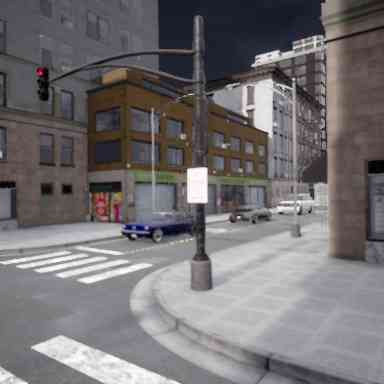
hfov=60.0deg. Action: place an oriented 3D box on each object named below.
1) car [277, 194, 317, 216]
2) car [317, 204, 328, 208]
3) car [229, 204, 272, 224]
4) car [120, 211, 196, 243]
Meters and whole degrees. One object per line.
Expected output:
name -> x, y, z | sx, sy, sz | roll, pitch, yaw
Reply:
car -> 10.522, 1.212, 33.643 | 2.150, 2.045, 5.566 | -1, 0, 36
car -> 17.532, 1.154, 43.447 | 2.150, 2.045, 5.566 | -1, 1, 36
car -> 4.423, 1.598, 25.049 | 1.994, 1.385, 4.181 | -1, 0, 35
car -> -1.366, 1.677, 16.863 | 1.895, 1.301, 4.718 | -1, 0, 35
